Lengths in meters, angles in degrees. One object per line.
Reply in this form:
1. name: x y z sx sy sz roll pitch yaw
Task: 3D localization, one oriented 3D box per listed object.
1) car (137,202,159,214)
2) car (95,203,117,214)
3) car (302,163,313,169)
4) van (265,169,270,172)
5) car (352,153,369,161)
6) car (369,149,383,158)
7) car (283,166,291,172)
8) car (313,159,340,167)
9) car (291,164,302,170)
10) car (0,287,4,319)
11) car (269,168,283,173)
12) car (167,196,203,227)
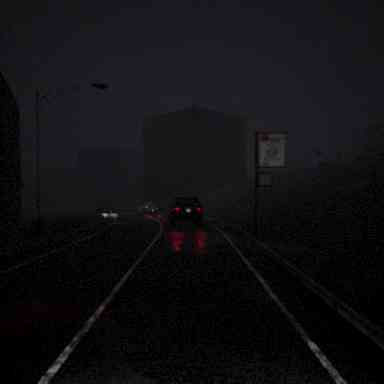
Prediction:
1. car: -5.595 1.997 41.702 1.812 1.442 4.674 0 -2 -24
2. car: -12.070 2.285 46.311 2.033 1.411 5.357 -1 -2 -31
3. car: 21.408 -4.378 57.902 2.002 1.452 4.674 0 1 -1
4. van: 20.823 -5.014 85.501 1.878 1.987 4.442 0 1 -1
5. car: 21.756 -4.171 41.472 2.231 1.521 4.892 0 1 -1
6. car: 21.881 -4.074 35.954 2.231 1.521 4.892 0 1 -1
7. car: 21.171 -4.706 69.092 2.185 1.767 4.553 0 1 -1
8. car: 21.524 -4.462 52.408 2.185 1.767 4.553 0 1 -1
9. car: 21.288 -4.628 63.574 2.185 1.767 4.553 0 1 -1
10. car: -3.597 1.517 2.994 1.812 1.442 4.674 0 0 0
11. car: 20.937 -4.723 80.107 2.231 1.521 4.892 0 1 -1
12. car: -0.556 1.328 24.081 2.150 2.045 5.566 0 -1 -7
